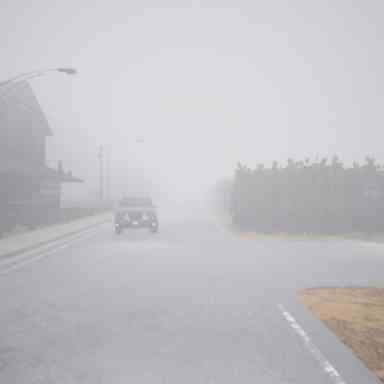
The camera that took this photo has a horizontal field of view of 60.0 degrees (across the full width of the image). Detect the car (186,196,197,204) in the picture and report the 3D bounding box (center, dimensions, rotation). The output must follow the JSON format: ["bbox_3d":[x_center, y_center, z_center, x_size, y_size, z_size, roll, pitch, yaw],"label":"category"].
[{"bbox_3d":[-0.018,1.503,61.855,1.812,1.442,4.674,0,0,0],"label":"car"}]

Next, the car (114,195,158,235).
[{"bbox_3d":[-3.216,1.215,19.335,2.150,2.045,5.566,0,0,-8],"label":"car"}]
